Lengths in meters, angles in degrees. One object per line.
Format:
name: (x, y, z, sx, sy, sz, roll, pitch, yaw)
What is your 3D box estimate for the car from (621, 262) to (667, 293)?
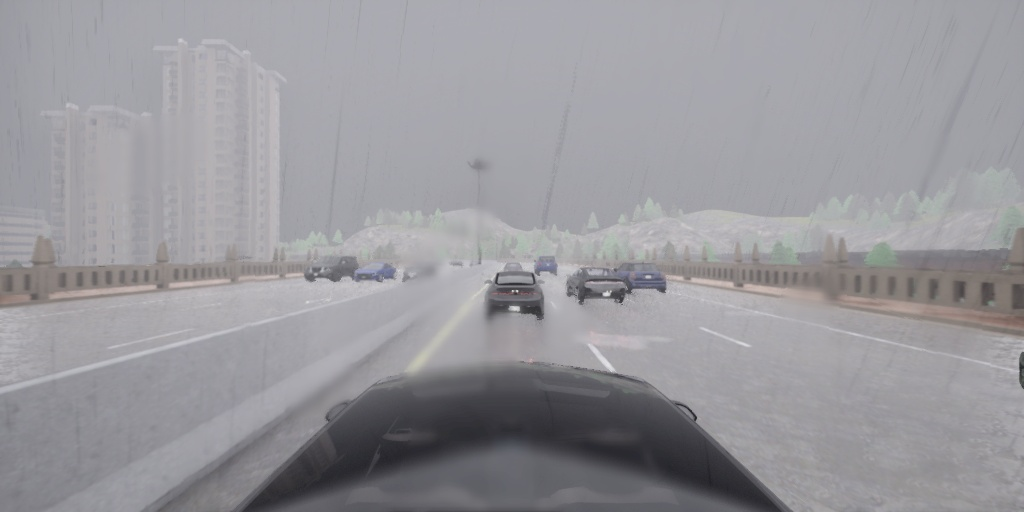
car: (7.108, 1.113, 20.831, 2.097, 1.767, 4.553, 0, 0, 0)

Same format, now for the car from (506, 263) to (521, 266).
car: (0.112, 1.320, 33.990, 2.033, 1.411, 5.357, 0, 0, 0)

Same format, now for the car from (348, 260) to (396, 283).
car: (-10.587, 1.244, 28.109, 1.882, 1.535, 5.008, 0, 0, 0)

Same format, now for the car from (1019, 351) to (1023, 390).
car: (7.100, 0.971, 1.764, 2.150, 2.045, 5.566, 0, 0, 0)

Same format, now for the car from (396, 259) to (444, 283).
car: (-7.087, 1.259, 28.228, 2.128, 1.511, 4.902, 0, 0, 0)

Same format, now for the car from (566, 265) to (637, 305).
car: (3.605, 1.250, 16.099, 2.128, 1.511, 4.902, 0, 0, 0)

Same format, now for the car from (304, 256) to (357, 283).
car: (-14.088, 0.992, 28.497, 2.150, 2.045, 5.566, 0, 0, 0)

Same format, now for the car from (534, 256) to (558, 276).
car: (3.613, 1.000, 38.511, 2.150, 2.045, 5.566, 0, 0, 0)

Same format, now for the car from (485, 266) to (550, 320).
car: (0.105, 1.261, 12.655, 1.837, 1.490, 4.892, 0, 0, 0)
